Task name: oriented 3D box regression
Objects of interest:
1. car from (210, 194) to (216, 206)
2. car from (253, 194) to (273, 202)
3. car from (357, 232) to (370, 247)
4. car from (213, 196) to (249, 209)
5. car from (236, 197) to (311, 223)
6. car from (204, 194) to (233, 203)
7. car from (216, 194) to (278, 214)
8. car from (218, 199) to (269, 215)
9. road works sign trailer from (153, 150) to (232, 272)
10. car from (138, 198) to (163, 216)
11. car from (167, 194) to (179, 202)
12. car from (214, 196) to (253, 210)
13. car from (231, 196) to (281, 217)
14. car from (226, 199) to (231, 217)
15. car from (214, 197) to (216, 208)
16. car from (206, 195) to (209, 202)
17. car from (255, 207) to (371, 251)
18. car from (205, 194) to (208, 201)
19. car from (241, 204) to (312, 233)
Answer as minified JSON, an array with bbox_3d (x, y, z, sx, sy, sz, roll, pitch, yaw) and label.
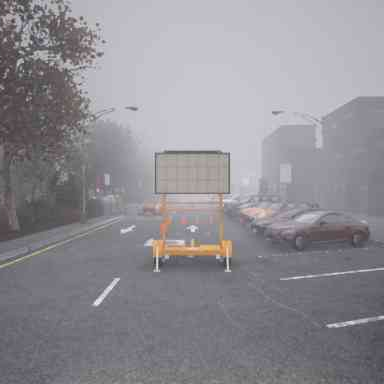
[{"bbox_3d":[5.437,1.271,38.048,5.566,2.045,2.435,1,0,-20],"label":"car"},{"bbox_3d":[18.624,1.463,87.074,2.435,2.045,5.566,0,0,-21],"label":"car"},{"bbox_3d":[5.317,1.487,5.043,4.892,1.521,2.231,1,0,-20],"label":"car"},{"bbox_3d":[5.480,1.424,47.063,4.553,1.767,2.185,1,0,-20],"label":"car"},{"bbox_3d":[5.392,1.366,20.055,4.553,1.767,2.185,1,0,-20],"label":"car"},{"bbox_3d":[5.611,1.391,71.120,5.566,2.045,2.435,1,0,-20],"label":"car"},{"bbox_3d":[5.397,1.252,29.031,5.566,2.045,2.435,1,0,-20],"label":"car"},{"bbox_3d":[5.414,1.545,35.046,4.792,1.488,2.163,1,0,-20],"label":"car"},{"bbox_3d":[0.018,0.465,10.777,2.380,3.560,2.880,0,0,0],"label":"road works sign trailer"},{"bbox_3d":[-3.946,1.376,32.576,2.097,1.767,4.553,0,0,0],"label":"car"},{"bbox_3d":[-3.826,1.360,66.560,2.150,2.045,5.566,0,0,0],"label":"car"},{"bbox_3d":[5.463,1.414,44.061,4.553,1.767,2.185,1,0,-20],"label":"car"},{"bbox_3d":[5.407,1.369,23.056,4.553,1.767,2.185,1,0,-20],"label":"car"},{"bbox_3d":[5.387,1.538,26.052,4.674,1.452,2.002,1,0,-20],"label":"car"},{"bbox_3d":[5.251,1.503,31.989,5.366,1.575,1.946,1,0,-20],"label":"car"},{"bbox_3d":[5.545,1.583,56.082,5.008,1.535,2.097,1,-1,-20],"label":"car"},{"bbox_3d":[5.336,1.528,14.043,4.674,1.452,2.002,1,0,-20],"label":"car"},{"bbox_3d":[5.404,1.613,65.027,5.366,1.575,1.946,1,0,-20],"label":"car"},{"bbox_3d":[5.318,1.518,17.035,4.792,1.488,2.163,1,0,-20],"label":"car"}]
